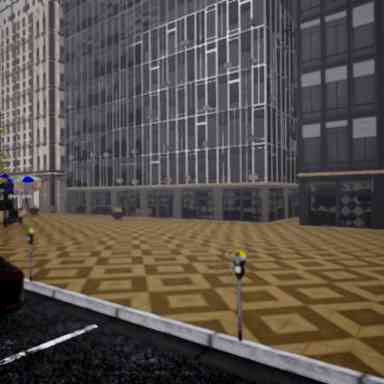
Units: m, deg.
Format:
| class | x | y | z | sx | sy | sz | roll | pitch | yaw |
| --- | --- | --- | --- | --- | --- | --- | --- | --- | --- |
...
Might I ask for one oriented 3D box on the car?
| class | x | y | z | sx | sy | sz | roll | pitch | yaw |
| --- | --- | --- | --- | --- | --- | --- | --- | --- | --- |
| car | -4.928 | 1.603 | 6.394 | 4.313 | 1.339 | 1.947 | 0 | 0 | 36 |
